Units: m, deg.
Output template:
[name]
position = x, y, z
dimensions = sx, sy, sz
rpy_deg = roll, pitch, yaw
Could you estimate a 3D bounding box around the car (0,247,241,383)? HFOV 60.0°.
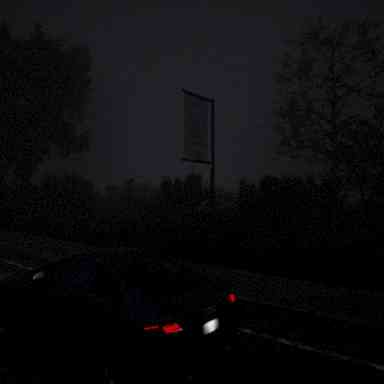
[car]
position = -1.362, 1.586, 5.205
dimensions = 4.181, 1.385, 1.994
rpy_deg = 0, 0, 37
